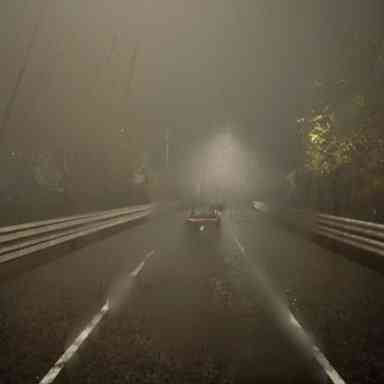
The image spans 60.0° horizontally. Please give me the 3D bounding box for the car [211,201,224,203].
[{"bbox_3d":[3.457,1.866,45.544,1.994,1.385,4.181,0,0,9],"label":"car"}]

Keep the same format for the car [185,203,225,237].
[{"bbox_3d":[0.686,1.608,18.913,2.128,1.511,4.902,0,0,4],"label":"car"}]
